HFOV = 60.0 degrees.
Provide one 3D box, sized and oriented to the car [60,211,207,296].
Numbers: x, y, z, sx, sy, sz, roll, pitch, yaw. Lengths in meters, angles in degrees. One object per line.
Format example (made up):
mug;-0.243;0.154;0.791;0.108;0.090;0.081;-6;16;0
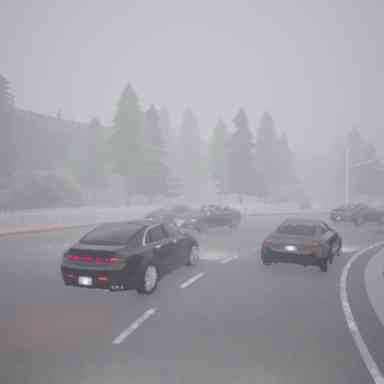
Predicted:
car;-1.283;1.482;8.785;1.837;1.490;4.892;0;0;19

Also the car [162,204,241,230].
car;0.953;1.472;19.316;2.128;1.511;4.902;0;0;42

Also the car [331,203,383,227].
car;11.725;1.560;23.323;4.902;1.511;2.128;0;0;-33

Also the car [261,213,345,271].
car;3.794;1.581;11.230;1.994;1.385;4.181;0;0;29

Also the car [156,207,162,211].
car;-1.195;1.522;22.035;1.994;1.385;4.181;0;0;43
